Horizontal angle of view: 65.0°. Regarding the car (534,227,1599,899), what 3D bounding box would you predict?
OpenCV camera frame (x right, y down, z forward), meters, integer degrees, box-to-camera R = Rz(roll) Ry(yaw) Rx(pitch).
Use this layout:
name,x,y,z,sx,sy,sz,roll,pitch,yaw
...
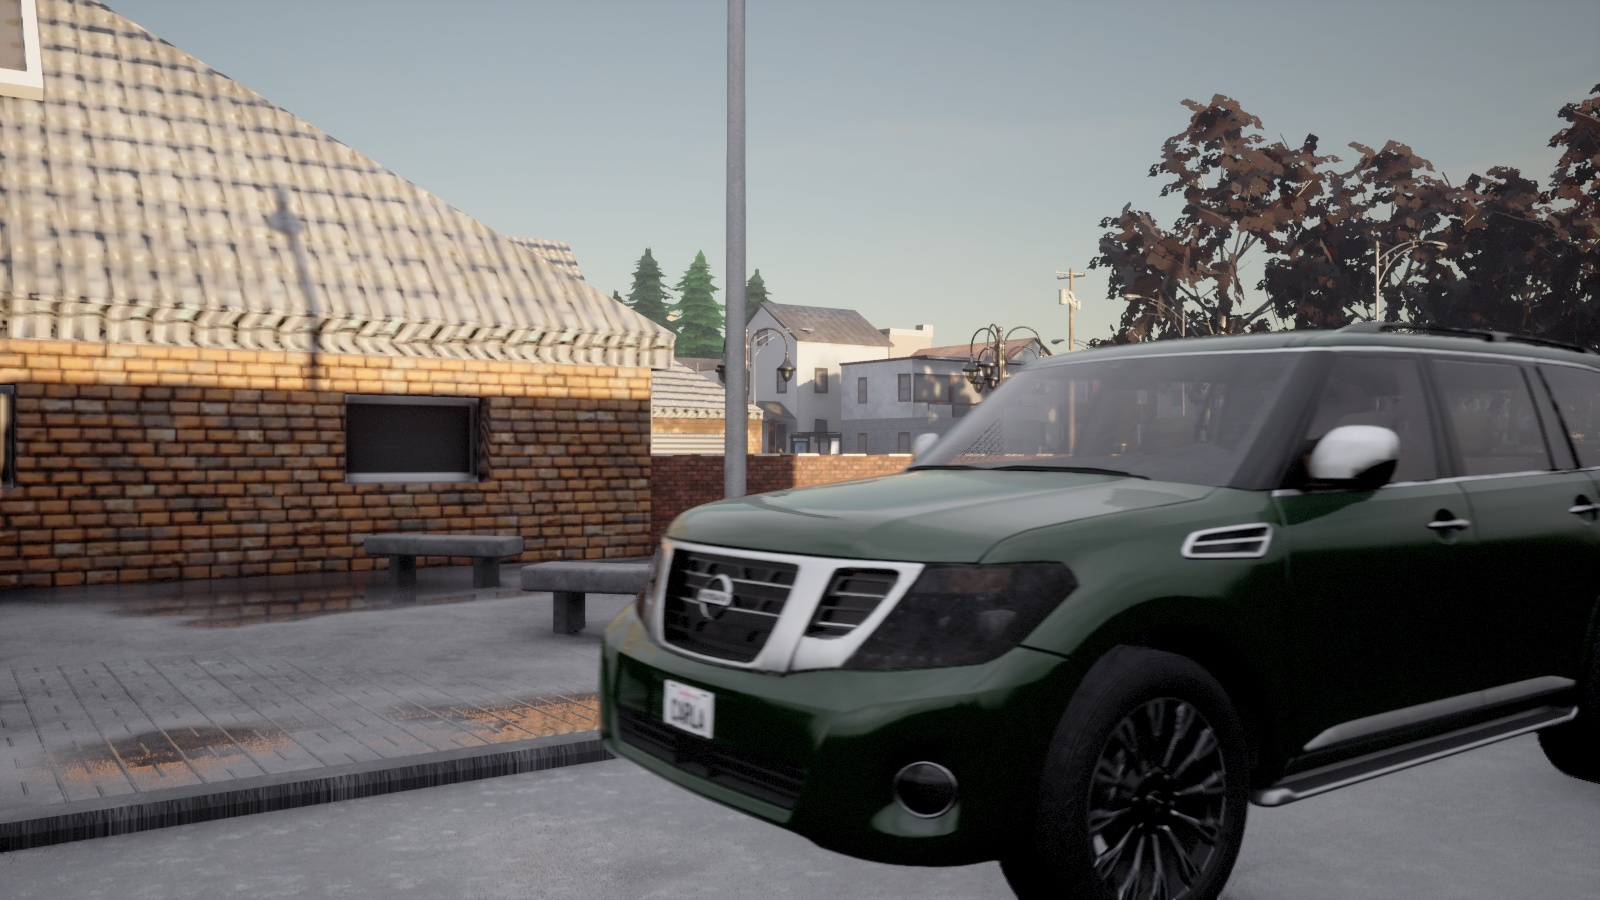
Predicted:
name,x,y,z,sx,sy,sz,roll,pitch,yaw
car,1.870,0.473,5.571,5.566,2.045,2.150,0,0,-35
